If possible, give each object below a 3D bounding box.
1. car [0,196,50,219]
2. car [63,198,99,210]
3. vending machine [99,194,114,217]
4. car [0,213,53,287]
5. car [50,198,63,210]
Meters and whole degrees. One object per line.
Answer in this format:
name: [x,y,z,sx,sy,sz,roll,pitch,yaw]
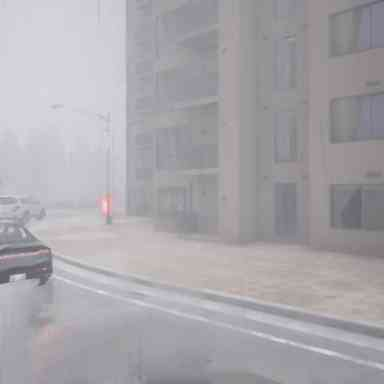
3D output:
car: [-12.886,1.286,24.847,2.150,2.045,5.566,-1,0,-5]
car: [-14.658,1.665,44.866,1.994,1.385,4.181,0,0,32]
vending machine: [-7.892,1.260,30.800,1.100,2.100,0.880,0,0,11]
car: [-5.225,1.517,8.435,4.902,1.511,2.128,0,0,45]
car: [-18.075,1.587,45.923,1.882,1.535,5.008,0,0,31]
